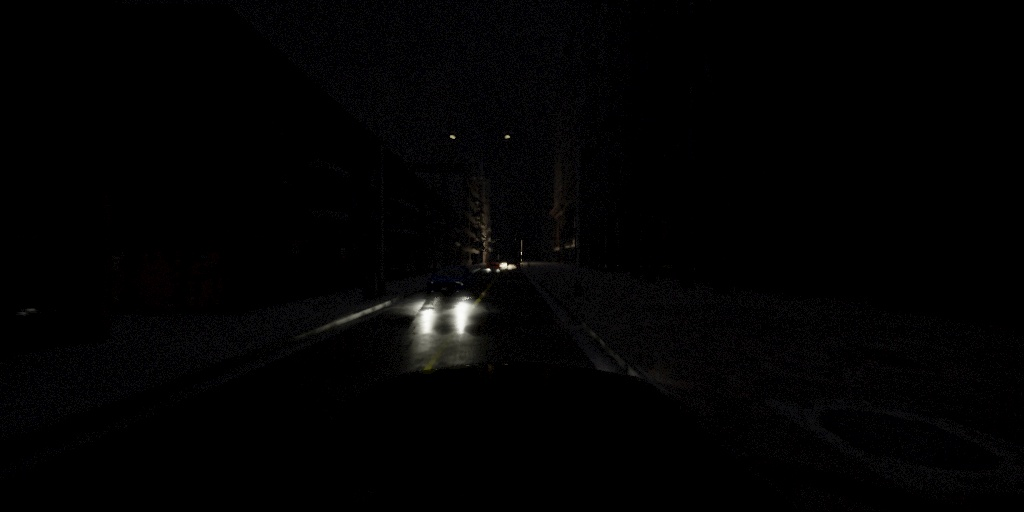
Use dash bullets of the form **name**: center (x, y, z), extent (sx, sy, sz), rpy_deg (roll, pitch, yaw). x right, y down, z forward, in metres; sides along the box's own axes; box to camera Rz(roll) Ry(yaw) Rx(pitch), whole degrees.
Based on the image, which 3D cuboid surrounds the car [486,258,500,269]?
- **car**: center (-3.052, 1.194, 59.438), extent (2.097, 1.767, 4.553), rpy_deg (0, 0, 0)

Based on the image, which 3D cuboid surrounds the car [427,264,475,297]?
- **car**: center (-3.101, 1.227, 18.888), extent (1.882, 1.535, 5.008), rpy_deg (0, 0, 0)

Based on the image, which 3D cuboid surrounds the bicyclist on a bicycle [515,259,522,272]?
- **bicyclist on a bicycle**: center (0.819, 1.232, 42.667), extent (0.866, 1.612, 1.509), rpy_deg (0, 0, 0)
